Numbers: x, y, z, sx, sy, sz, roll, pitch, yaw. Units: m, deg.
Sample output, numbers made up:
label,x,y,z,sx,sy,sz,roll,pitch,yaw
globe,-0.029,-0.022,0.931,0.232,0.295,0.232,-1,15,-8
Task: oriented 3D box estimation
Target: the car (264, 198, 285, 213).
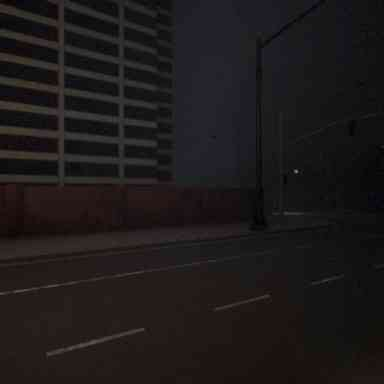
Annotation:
label,x,y,z,sx,sy,sz,roll,pitch,yaw
car,8.209,1.487,37.632,1.837,1.490,4.892,0,0,-36
